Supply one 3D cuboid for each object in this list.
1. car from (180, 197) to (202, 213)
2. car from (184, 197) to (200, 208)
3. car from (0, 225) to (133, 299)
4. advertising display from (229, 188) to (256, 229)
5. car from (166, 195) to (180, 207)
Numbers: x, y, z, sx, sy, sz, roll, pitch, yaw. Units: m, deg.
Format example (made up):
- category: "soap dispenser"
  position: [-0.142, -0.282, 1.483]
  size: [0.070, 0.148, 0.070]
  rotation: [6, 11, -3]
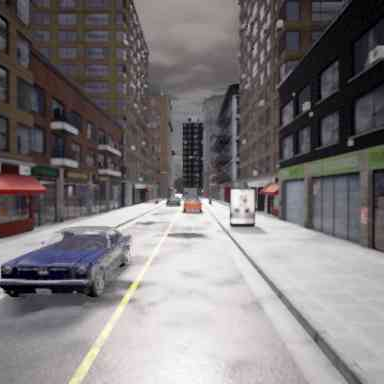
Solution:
- category: "car"
  position: [0.073, 1.302, 37.055]
  size: [2.097, 1.767, 4.553]
  rotation: [0, 0, 0]
- category: "car"
  position: [0.014, 1.475, 47.095]
  size: [2.033, 1.411, 5.357]
  rotation: [0, 0, 0]
- category: "car"
  position: [-2.850, 1.592, 8.582]
  size: [1.895, 1.301, 4.718]
  rotation: [0, 0, 0]
- category: "advertising display"
  position: [3.017, 1.004, 19.916]
  size: [1.540, 2.440, 0.280]
  rotation: [0, 0, 0]
- category: "car"
  position: [-2.812, 1.272, 50.439]
  size: [2.097, 1.767, 4.553]
  rotation: [0, 0, 0]
